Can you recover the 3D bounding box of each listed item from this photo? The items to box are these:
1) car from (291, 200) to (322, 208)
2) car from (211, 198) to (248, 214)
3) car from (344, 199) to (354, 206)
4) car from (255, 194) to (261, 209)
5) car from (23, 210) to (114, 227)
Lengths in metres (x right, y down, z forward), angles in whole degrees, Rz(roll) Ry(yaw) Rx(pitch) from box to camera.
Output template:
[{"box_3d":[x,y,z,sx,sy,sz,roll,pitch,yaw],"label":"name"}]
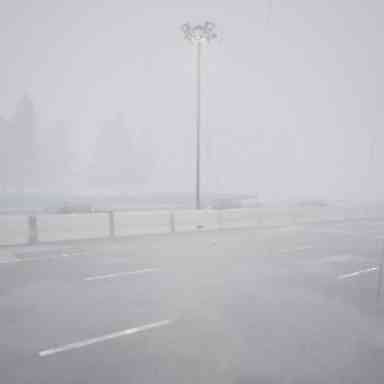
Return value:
[{"box_3d":[12.117,1.532,34.027,5.008,1.535,1.882,1,0,-35],"label":"car"},{"box_3d":[2.690,1.332,31.654,4.553,1.767,2.097,0,0,-35],"label":"car"},{"box_3d":[20.207,1.639,44.005,4.674,1.442,1.812,1,0,-35],"label":"car"},{"box_3d":[6.632,1.221,42.977,5.566,2.045,2.150,1,0,-35],"label":"car"},{"box_3d":[-7.362,1.459,20.228,5.357,1.411,2.033,0,0,-35],"label":"car"}]
